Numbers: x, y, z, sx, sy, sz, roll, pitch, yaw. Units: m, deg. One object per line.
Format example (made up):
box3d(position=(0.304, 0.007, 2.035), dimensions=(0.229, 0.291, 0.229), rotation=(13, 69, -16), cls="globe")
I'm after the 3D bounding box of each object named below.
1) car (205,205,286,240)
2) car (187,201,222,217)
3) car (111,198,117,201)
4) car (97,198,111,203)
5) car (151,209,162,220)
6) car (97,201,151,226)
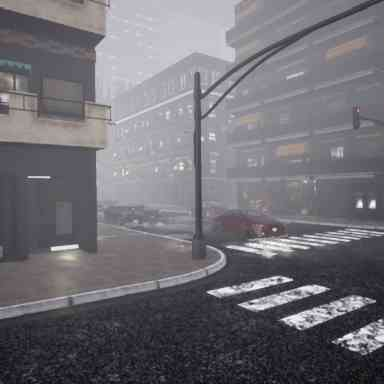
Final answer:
box3d(position=(2.837, 1.592, 17.401), dimensions=(1.994, 1.385, 4.181), rotation=(-1, 0, -32), cls="car")
box3d(position=(1.234, 1.512, 29.204), dimensions=(2.008, 1.369, 4.403), rotation=(-1, 1, -36), cls="car")
box3d(position=(-11.891, 1.518, 47.264), dimensions=(1.887, 1.381, 4.507), rotation=(-1, 1, -36), cls="car")
box3d(position=(-11.185, 1.547, 37.096), dimensions=(1.837, 1.490, 4.892), rotation=(-1, 0, -36), cls="car")
box3d(position=(-4.370, 1.635, 27.708), dimensions=(1.895, 1.301, 4.718), rotation=(-1, 0, -36), cls="car")
box3d(position=(-5.140, 1.631, 24.571), dimensions=(1.947, 1.339, 4.313), rotation=(-1, 1, -36), cls="car")
